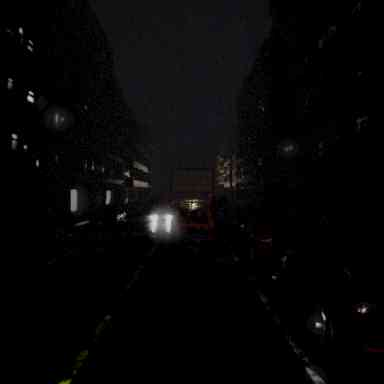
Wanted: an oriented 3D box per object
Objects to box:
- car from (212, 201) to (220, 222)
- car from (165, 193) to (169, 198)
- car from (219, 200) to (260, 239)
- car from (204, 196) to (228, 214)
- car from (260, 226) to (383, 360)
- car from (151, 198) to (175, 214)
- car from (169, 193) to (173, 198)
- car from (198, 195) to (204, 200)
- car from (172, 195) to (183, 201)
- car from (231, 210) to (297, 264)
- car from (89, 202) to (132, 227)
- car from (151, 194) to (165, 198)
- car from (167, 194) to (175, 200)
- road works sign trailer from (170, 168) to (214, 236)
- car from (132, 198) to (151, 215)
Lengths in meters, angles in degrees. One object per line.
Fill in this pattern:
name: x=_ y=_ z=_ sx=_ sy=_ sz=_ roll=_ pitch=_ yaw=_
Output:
car: x=2.694 y=1.536 z=22.867 sx=2.008 sy=1.369 sz=4.403 roll=0 pitch=0 yaw=0
car: x=-5.682 y=1.267 z=56.691 sx=2.192 sy=1.841 sz=5.009 roll=0 pitch=0 yaw=0
car: x=2.694 y=1.429 z=17.231 sx=1.967 sy=1.590 sz=4.097 roll=0 pitch=0 yaw=0
car: x=2.697 y=1.290 z=34.140 sx=2.192 sy=1.841 sz=5.009 roll=0 pitch=0 yaw=0
car: x=2.692 y=1.563 z=5.958 sx=1.947 sy=1.339 sz=4.313 roll=0 pitch=0 yaw=0
car: x=-3.094 y=1.574 z=35.388 sx=1.895 sy=1.301 sz=4.718 roll=0 pitch=0 yaw=0
car: x=-5.679 y=1.235 z=84.872 sx=2.192 sy=1.841 sz=5.009 roll=0 pitch=0 yaw=0
car: x=2.701 y=1.446 z=85.038 sx=1.752 sy=1.417 sz=4.829 roll=0 pitch=0 yaw=0
car: x=-2.992 y=1.368 z=77.137 sx=1.812 sy=1.442 sz=4.674 roll=0 pitch=0 yaw=0
car: x=2.693 y=1.538 z=11.594 sx=1.887 sy=1.381 sz=4.507 roll=0 pitch=0 yaw=0
car: x=-5.687 y=1.550 z=22.871 sx=1.947 sy=1.339 sz=4.313 roll=0 pitch=0 yaw=0
car: x=-5.684 y=1.398 z=51.054 sx=1.967 sy=1.590 sz=4.097 roll=0 pitch=0 yaw=0
car: x=-5.679 y=1.353 z=90.508 sx=1.967 sy=1.590 sz=4.097 roll=0 pitch=0 yaw=0
road works sign trailer: x=0.002 y=0.452 z=18.363 sx=2.380 sy=3.560 sz=2.880 roll=0 pitch=0 yaw=0
car: x=-5.685 y=1.500 z=33.974 sx=1.752 sy=1.417 sz=4.829 roll=0 pitch=0 yaw=0
